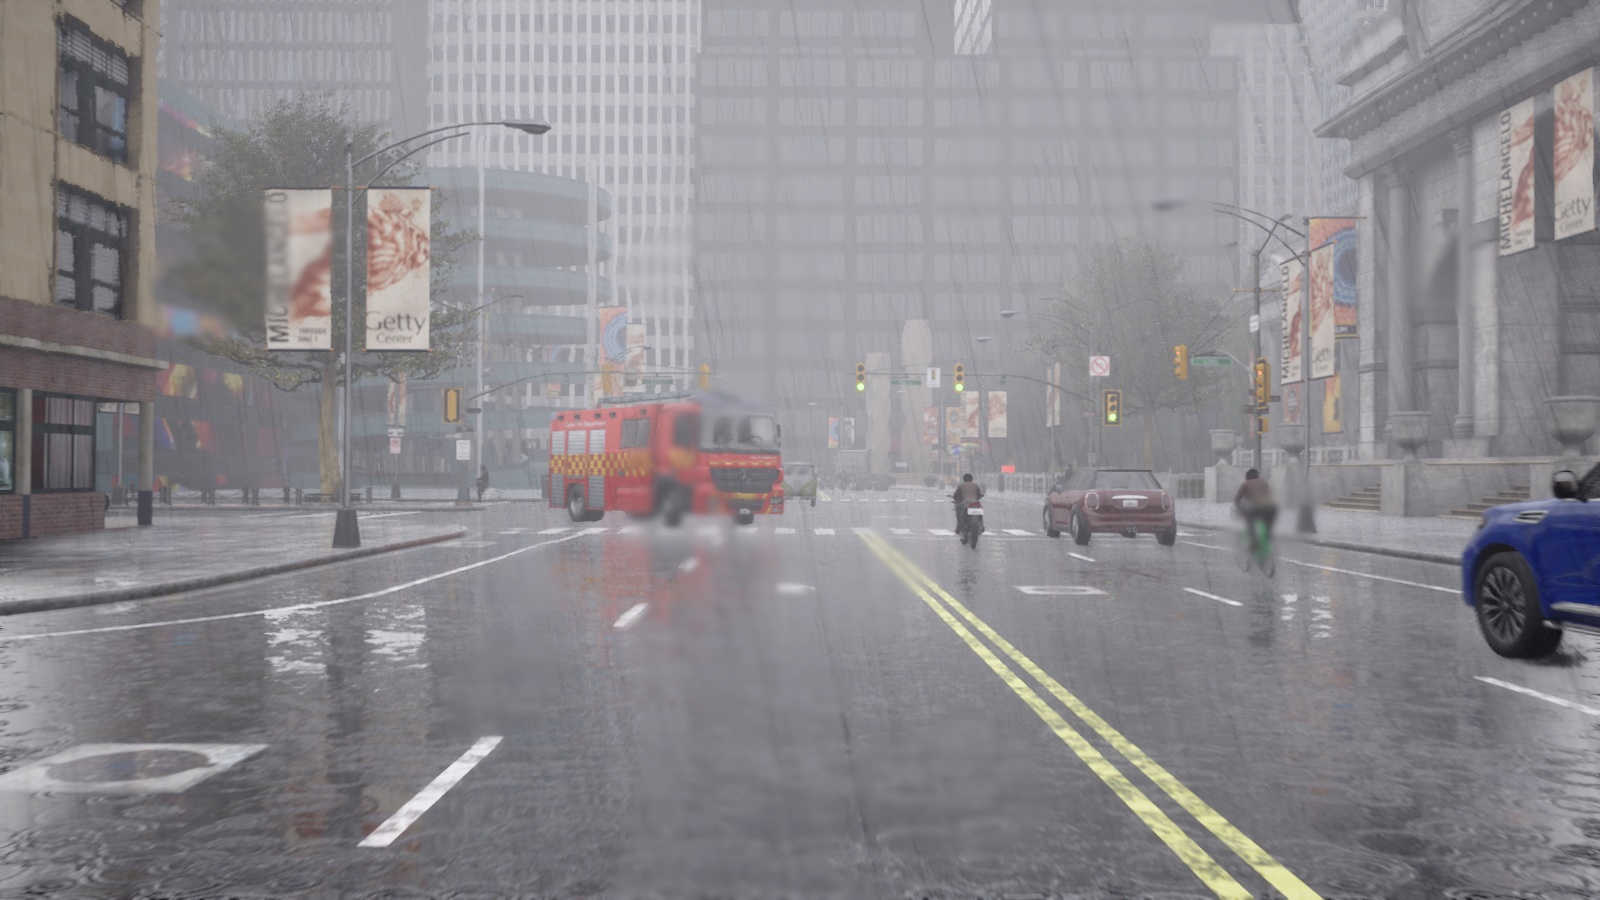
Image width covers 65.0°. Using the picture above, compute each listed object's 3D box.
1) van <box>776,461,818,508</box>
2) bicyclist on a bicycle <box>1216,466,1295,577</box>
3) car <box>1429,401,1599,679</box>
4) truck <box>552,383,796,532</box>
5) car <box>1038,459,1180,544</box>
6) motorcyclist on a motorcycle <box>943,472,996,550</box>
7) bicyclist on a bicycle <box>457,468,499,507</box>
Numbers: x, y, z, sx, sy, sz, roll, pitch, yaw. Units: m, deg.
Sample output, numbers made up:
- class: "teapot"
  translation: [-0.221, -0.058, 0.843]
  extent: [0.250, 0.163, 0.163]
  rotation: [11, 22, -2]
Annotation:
- class: "van"
  translation: [-0.135, 1.501, 55.770]
  extent: [1.775, 1.987, 4.442]
  rotation: [0, -1, 0]
- class: "bicyclist on a bicycle"
  translation: [6.954, 1.062, 19.254]
  extent: [0.582, 1.620, 1.656]
  rotation: [0, -1, 0]
- class: "car"
  translation: [6.977, 0.656, 8.958]
  extent: [2.150, 2.045, 5.566]
  rotation: [0, -1, 0]
- class: "truck"
  translation: [-3.889, 0.274, 36.420]
  extent: [2.891, 3.827, 8.468]
  rotation: [1, -1, -39]
- class: "car"
  translation: [6.930, 1.125, 28.663]
  extent: [2.097, 1.767, 4.553]
  rotation: [0, -1, 0]
- class: "motorcyclist on a motorcycle"
  translation: [3.438, 1.213, 25.686]
  extent: [0.797, 1.523, 2.044]
  rotation: [0, -1, 0]
- class: "bicyclist on a bicycle"
  translation: [-14.617, 1.698, 57.035]
  extent: [1.843, 1.776, 0.659]
  rotation: [0, -2, -15]
